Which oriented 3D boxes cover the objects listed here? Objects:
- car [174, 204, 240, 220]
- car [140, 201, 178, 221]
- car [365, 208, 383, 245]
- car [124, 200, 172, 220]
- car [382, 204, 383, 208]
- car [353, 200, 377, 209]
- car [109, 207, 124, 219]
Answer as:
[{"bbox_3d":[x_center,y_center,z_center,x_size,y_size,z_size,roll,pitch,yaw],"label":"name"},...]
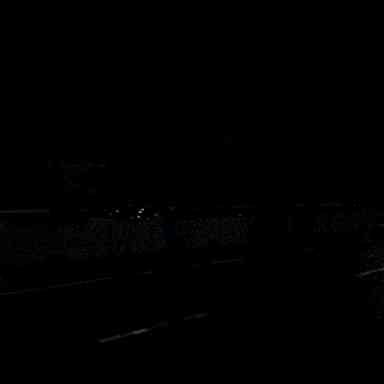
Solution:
[{"bbox_3d":[1.300,1.705,22.113,4.181,1.385,1.994,1,0,-35],"label":"car"},{"bbox_3d":[-1.152,1.662,24.664,4.674,1.442,1.812,1,0,-35],"label":"car"},{"bbox_3d":[10.184,1.667,15.306,4.902,1.511,2.128,1,0,-35],"label":"car"},{"bbox_3d":[-2.907,1.492,27.710,4.553,1.767,2.097,1,0,-35],"label":"car"},{"bbox_3d":[31.994,2.057,52.442,5.008,1.535,1.882,1,0,-34],"label":"car"},{"bbox_3d":[28.280,2.063,54.142,4.892,1.490,1.837,1,0,-35],"label":"car"},{"bbox_3d":[-5.186,1.662,30.371,4.674,1.442,1.812,1,0,-36],"label":"car"}]
